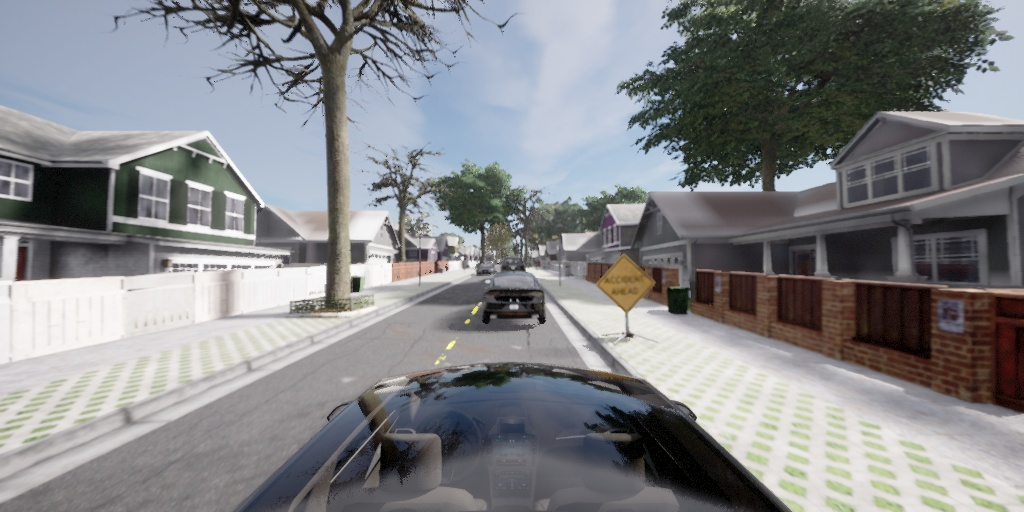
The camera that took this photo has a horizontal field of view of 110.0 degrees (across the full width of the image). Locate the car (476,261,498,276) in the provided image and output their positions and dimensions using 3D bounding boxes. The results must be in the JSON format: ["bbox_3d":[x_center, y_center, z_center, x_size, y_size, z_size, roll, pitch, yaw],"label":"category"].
[{"bbox_3d":[-2.849,1.508,39.943,1.994,1.385,4.181,0,0,0],"label":"car"}]

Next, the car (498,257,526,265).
[{"bbox_3d":[0.090,1.109,32.622,2.150,2.045,5.566,0,0,0],"label":"car"}]

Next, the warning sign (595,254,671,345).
[{"bbox_3d":[2.517,0.878,7.778,1.300,1.860,1.060,0,0,0],"label":"warning sign"}]

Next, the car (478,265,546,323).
[{"bbox_3d":[0.072,1.255,12.367,1.882,1.535,5.008,0,0,0],"label":"car"}]
